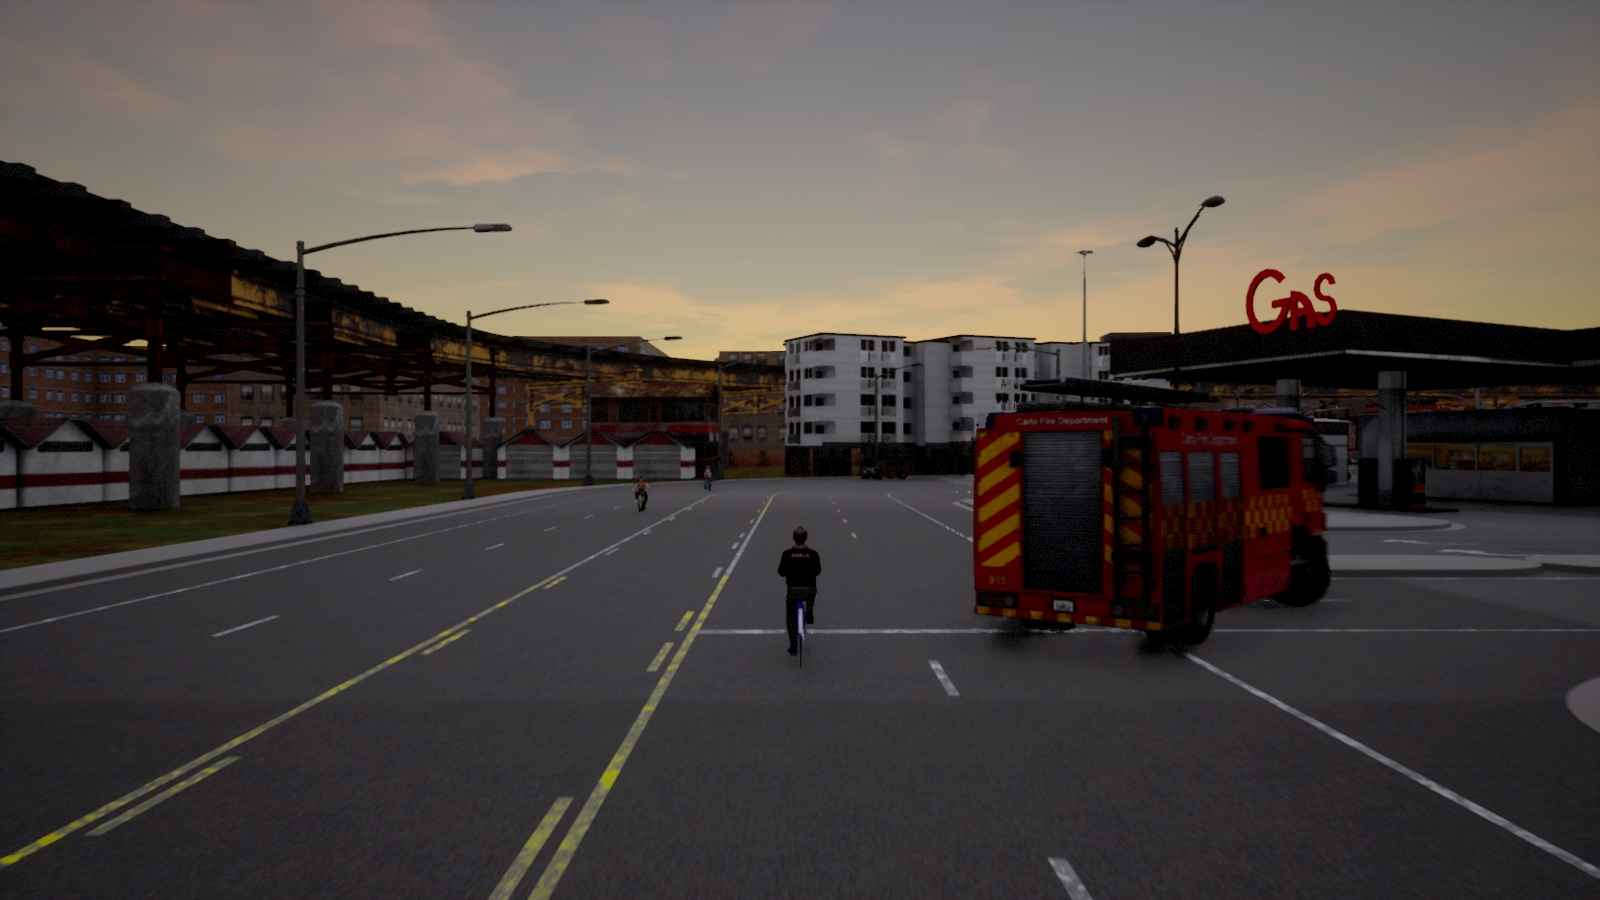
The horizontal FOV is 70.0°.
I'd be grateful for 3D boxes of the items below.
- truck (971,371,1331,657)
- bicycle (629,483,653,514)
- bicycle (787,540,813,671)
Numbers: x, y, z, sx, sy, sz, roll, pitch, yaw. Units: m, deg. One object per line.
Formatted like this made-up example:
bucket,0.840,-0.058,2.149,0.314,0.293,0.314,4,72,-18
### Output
truck,6.368,0.874,19.507,2.891,3.827,8.468,-1,0,39
bicycle,-6.996,2.105,50.250,0.859,1.301,1.487,0,0,0
bicycle,-0.001,2.035,15.295,0.329,1.496,1.835,0,0,0
